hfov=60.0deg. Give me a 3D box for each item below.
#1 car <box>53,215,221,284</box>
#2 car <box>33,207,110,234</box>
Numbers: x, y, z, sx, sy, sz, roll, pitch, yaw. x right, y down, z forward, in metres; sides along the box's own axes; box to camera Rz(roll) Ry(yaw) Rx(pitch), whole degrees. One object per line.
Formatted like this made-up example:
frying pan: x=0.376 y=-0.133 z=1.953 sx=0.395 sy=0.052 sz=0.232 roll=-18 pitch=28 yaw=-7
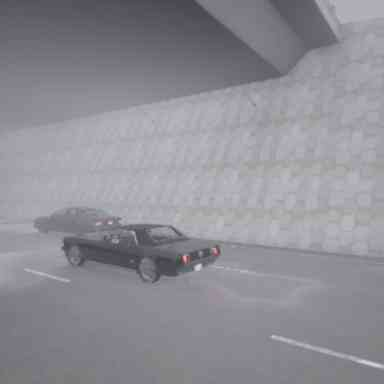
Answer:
car: x=-1.647 y=1.551 z=9.469 sx=4.718 sy=1.301 sz=1.895 roll=1 pitch=0 yaw=36
car: x=-5.785 y=1.442 z=16.717 sx=5.357 sy=1.411 sz=2.033 roll=1 pitch=0 yaw=36
